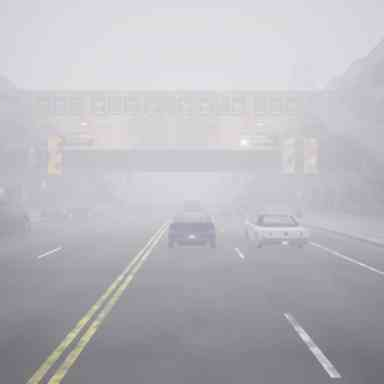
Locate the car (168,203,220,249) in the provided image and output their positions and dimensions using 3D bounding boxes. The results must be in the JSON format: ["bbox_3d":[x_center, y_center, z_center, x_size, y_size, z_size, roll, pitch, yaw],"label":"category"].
[{"bbox_3d":[0.000,1.482,14.650,1.882,1.535,5.008,0,0,0],"label":"car"}]

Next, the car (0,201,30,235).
[{"bbox_3d":[-10.040,1.350,16.580,2.185,1.767,4.553,0,0,0],"label":"car"}]

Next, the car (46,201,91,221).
[{"bbox_3d":[-10.005,1.477,27.356,2.231,1.521,4.892,0,0,10],"label":"car"}]

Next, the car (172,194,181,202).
[{"bbox_3d":[-3.385,1.496,74.866,2.033,1.411,5.357,0,0,0],"label":"car"}]

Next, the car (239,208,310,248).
[{"bbox_3d":[3.500,1.613,14.680,1.895,1.301,4.718,0,0,0],"label":"car"}]

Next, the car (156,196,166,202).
[{"bbox_3d":[-6.885,1.496,74.864,2.033,1.411,5.357,0,0,0],"label":"car"}]

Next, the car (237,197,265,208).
[{"bbox_3d":[6.725,1.591,38.584,1.895,1.301,4.718,0,0,0],"label":"car"}]

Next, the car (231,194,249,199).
[{"bbox_3d":[6.680,1.225,45.981,2.435,2.045,5.566,0,0,0],"label":"car"}]

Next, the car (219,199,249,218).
[{"bbox_3d":[3.500,1.614,29.679,1.895,1.301,4.718,0,0,0],"label":"car"}]

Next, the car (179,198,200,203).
[{"bbox_3d":[0.000,1.514,29.650,1.837,1.490,4.892,0,0,0],"label":"car"}]
